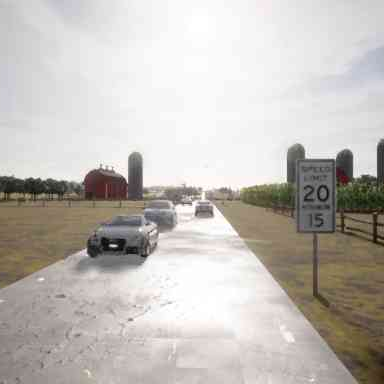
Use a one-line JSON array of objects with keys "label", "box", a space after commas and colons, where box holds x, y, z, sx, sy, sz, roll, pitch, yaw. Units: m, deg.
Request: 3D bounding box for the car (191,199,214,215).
[{"label": "car", "box": [1.233, 1.552, 33.502, 2.033, 1.411, 5.357, 0, 0, 2]}]

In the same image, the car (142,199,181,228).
[{"label": "car", "box": [-2.124, 1.354, 21.879, 2.097, 1.767, 4.553, 0, 0, 2]}]

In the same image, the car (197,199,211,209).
[{"label": "car", "box": [1.710, 1.651, 46.893, 1.895, 1.301, 4.718, 0, 0, 2]}]

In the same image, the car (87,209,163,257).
[{"label": "car", "box": [-2.457, 1.563, 12.730, 1.994, 1.385, 4.181, 0, 0, 2]}]

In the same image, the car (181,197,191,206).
[{"label": "car", "box": [-0.895, 1.594, 56.187, 2.128, 1.511, 4.902, 0, 0, 2]}]
